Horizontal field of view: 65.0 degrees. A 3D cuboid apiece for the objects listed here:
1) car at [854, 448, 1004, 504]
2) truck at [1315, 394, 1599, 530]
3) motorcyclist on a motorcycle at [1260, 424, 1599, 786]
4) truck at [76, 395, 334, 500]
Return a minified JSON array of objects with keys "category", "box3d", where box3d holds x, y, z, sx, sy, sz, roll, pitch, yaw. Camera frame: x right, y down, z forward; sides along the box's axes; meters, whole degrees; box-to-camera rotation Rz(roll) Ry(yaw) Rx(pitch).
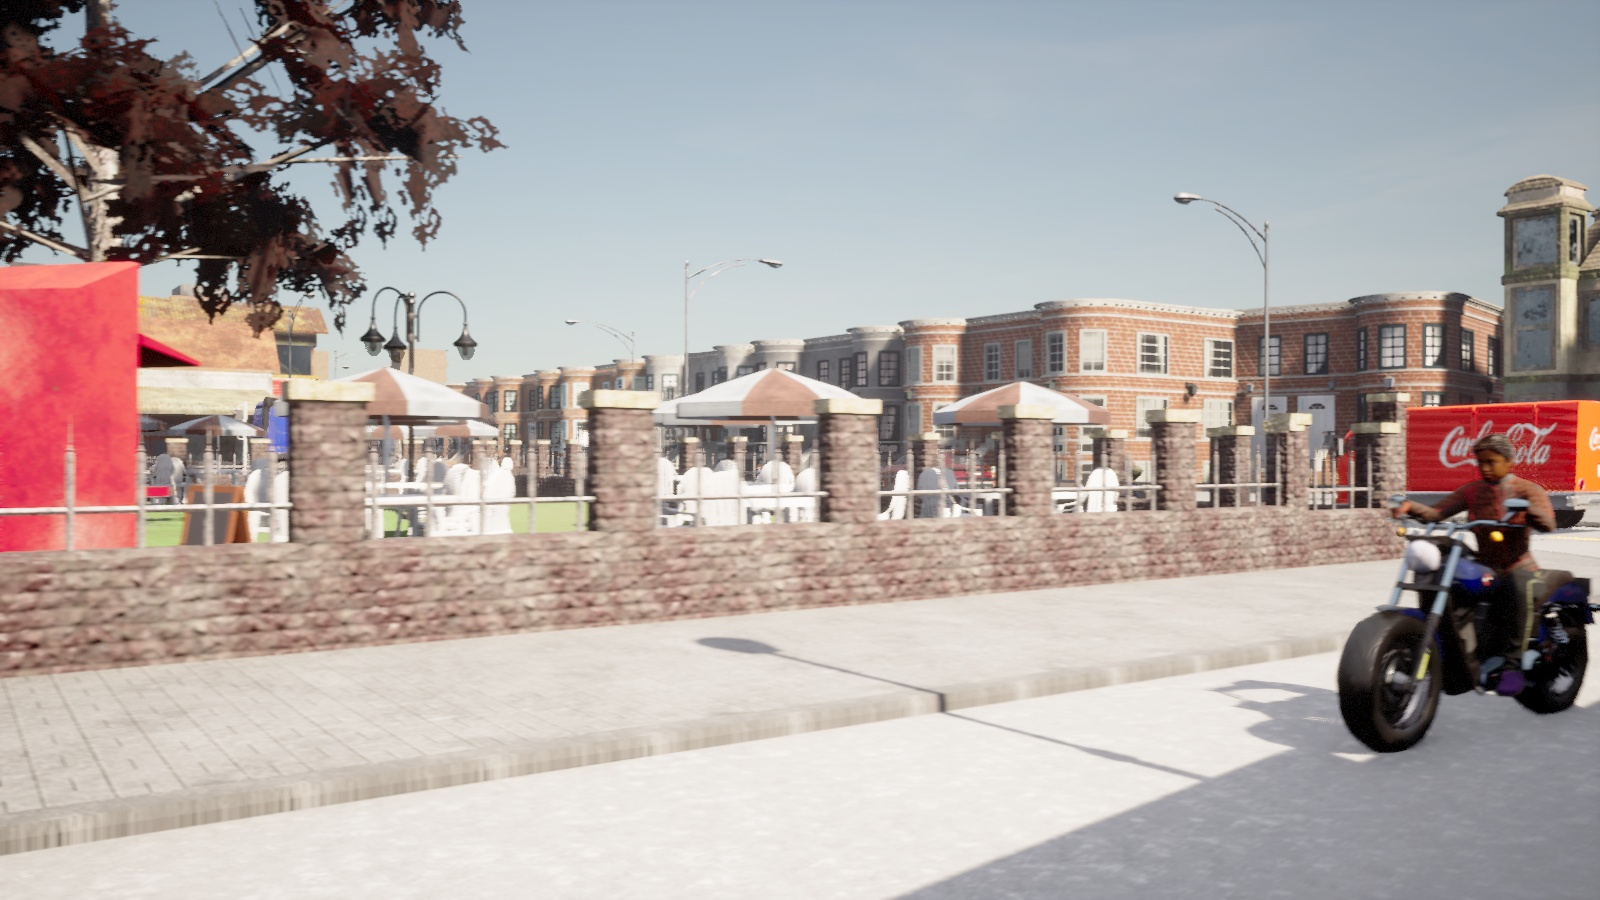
[{"category":"car","box3d":[3.994,0.763,39.588,2.033,1.649,4.856,0,0,-35]},{"category":"truck","box3d":[13.683,0.277,25.678,2.627,2.467,5.204,0,-1,-34]},{"category":"motorcyclist on a motorcycle","box3d":[3.517,0.704,6.703,2.350,1.649,0.766,0,0,-35]},{"category":"truck","box3d":[-21.072,-0.083,44.722,7.936,3.462,2.891,0,0,-35]}]
